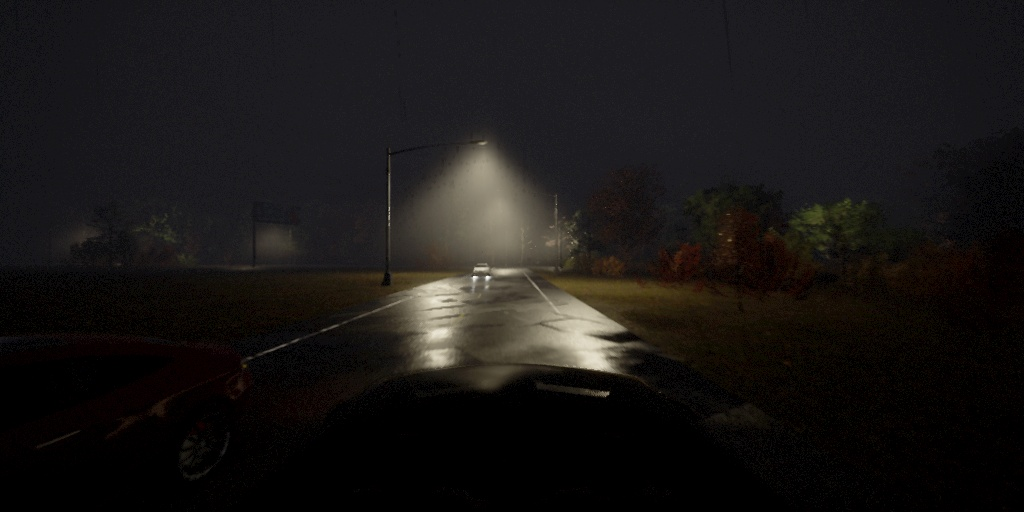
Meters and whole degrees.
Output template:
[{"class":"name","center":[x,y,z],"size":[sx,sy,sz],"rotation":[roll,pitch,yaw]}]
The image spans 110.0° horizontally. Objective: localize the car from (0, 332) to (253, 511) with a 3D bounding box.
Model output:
[{"class":"car","center":[-3.601,1.277,1.889],"size":[1.812,1.442,4.674],"rotation":[0,-1,0]}]

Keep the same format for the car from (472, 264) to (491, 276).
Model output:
[{"class":"car","center":[-3.598,1.642,43.171],"size":[1.812,1.442,4.674],"rotation":[0,0,0]}]
